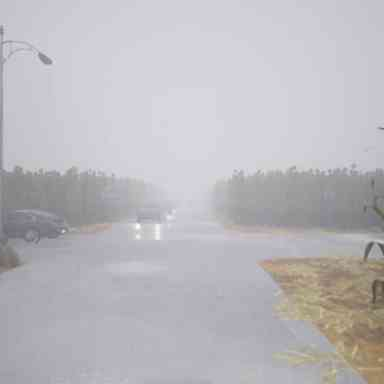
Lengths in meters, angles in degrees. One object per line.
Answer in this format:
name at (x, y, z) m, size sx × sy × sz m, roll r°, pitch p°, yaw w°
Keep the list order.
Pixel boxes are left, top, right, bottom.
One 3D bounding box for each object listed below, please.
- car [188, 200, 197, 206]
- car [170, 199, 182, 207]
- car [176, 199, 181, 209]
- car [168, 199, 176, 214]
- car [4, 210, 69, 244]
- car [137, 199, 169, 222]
car at (0.177, 2.226, 69.387) m, size 1.895 × 1.301 × 4.718 m, roll 0°, pitch -1°, yaw 0°
car at (-3.030, 2.112, 63.661) m, size 2.033 × 1.411 × 5.357 m, roll 0°, pitch -1°, yaw 0°
car at (-3.134, 1.689, 47.840) m, size 2.128 × 1.511 × 4.902 m, roll 0°, pitch -1°, yaw 0°
car at (-3.155, 1.586, 37.241) m, size 1.882 × 1.535 × 5.008 m, roll 0°, pitch 0°, yaw 0°
car at (-8.546, 1.657, 16.230) m, size 4.892 × 1.490 × 1.837 m, roll -1°, pitch -2°, yaw 8°
car at (-3.219, 1.600, 27.173) m, size 1.837 × 1.490 × 4.892 m, roll 0°, pitch 0°, yaw 2°
